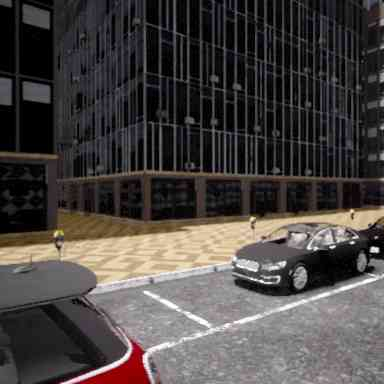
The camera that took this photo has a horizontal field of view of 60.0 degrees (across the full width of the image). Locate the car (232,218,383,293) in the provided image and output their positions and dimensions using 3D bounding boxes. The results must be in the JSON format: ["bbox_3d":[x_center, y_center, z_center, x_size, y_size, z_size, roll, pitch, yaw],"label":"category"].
[{"bbox_3d":[2.978,1.499,8.675,4.403,1.369,2.008,0,1,-35],"label":"car"}]

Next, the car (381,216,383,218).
[{"bbox_3d":[7.614,1.473,11.978,4.313,1.339,1.947,0,1,-35],"label":"car"}]

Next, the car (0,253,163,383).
[{"bbox_3d":[-2.369,1.359,1.690,4.553,1.767,2.097,0,0,-35],"label":"car"}]
